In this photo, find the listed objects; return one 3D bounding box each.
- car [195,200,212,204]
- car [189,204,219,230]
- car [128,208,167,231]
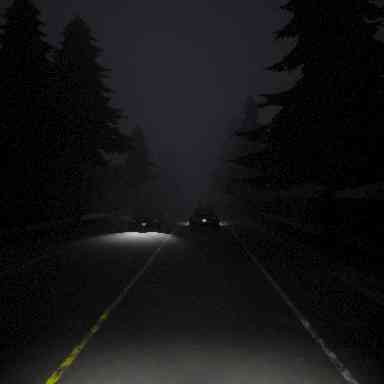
[{"bbox_3d":[1.450,1.738,41.603,2.097,1.767,4.553,0,0,2],"label":"car"},{"bbox_3d":[0.826,1.776,22.754,1.994,1.385,4.181,0,0,2],"label":"car"},{"bbox_3d":[-2.811,1.752,21.828,1.994,1.385,4.181,0,-1,2],"label":"car"}]
